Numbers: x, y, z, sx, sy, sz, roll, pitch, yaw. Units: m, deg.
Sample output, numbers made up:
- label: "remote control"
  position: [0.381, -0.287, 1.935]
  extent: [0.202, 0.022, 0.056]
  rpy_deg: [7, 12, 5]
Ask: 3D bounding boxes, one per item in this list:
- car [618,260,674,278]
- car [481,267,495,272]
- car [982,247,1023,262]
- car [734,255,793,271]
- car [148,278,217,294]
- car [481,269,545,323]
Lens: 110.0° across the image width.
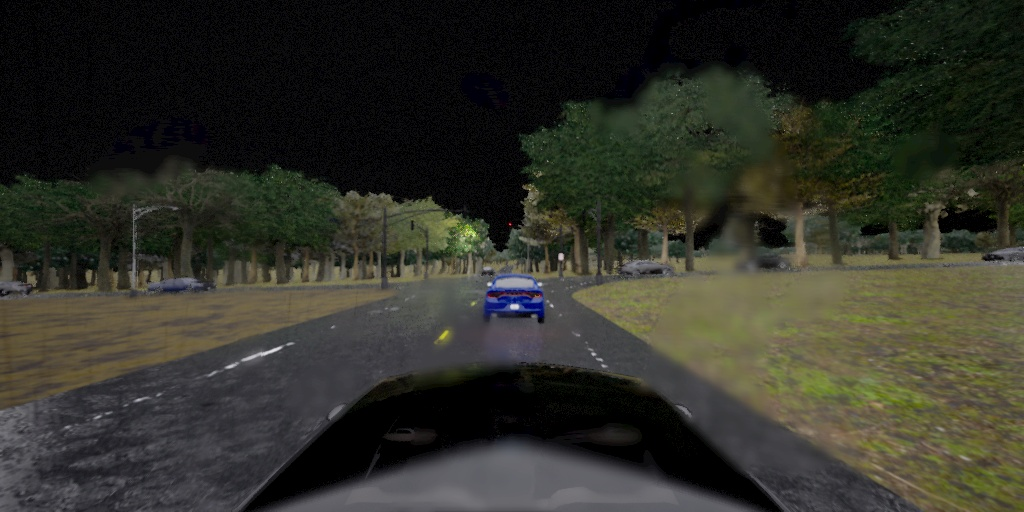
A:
- label: "car"
  position: [11.824, 1.103, 31.706]
  extent: [4.902, 1.511, 2.128]
  rpy_deg: [-2, -2, -7]
- label: "car"
  position: [-4.264, 2.604, 62.441]
  extent: [1.882, 1.535, 5.008]
  rpy_deg: [0, -2, -1]
- label: "car"
  position: [48.128, -0.144, 34.370]
  extent: [4.181, 1.385, 1.994]
  rpy_deg: [-2, -1, 3]
- label: "car"
  position: [24.641, 0.672, 35.284]
  extent: [5.008, 1.535, 1.882]
  rpy_deg: [-2, -1, 2]
- label: "car"
  position: [-30.913, 2.733, 33.695]
  extent: [5.357, 1.411, 2.033]
  rpy_deg: [-2, -1, 2]
- label: "car"
  position: [0.095, 1.386, 12.944]
  extent: [1.882, 1.535, 5.008]
  rpy_deg: [0, -1, 0]
